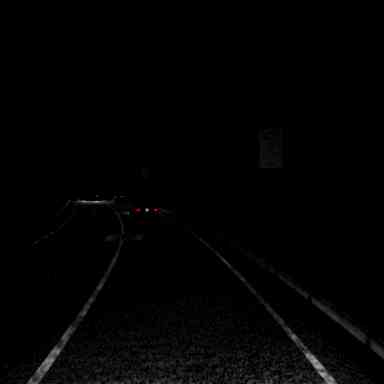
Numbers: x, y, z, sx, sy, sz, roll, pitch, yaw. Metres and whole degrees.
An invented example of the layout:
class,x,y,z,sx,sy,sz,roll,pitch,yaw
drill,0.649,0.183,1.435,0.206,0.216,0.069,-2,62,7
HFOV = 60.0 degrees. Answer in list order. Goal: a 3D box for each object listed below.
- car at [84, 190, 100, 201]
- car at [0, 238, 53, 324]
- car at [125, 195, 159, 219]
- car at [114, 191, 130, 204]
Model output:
class,x,y,z,sx,sy,sz,roll,pitch,yaw
car,-14.253,0.432,47.160,1.837,1.490,4.892,1,1,-17
car,-4.026,1.541,5.867,1.994,1.385,4.181,0,1,-5
car,-3.763,1.231,25.547,2.033,1.411,5.357,1,1,-15
car,-8.752,0.680,41.965,2.128,1.511,4.902,1,1,-18
